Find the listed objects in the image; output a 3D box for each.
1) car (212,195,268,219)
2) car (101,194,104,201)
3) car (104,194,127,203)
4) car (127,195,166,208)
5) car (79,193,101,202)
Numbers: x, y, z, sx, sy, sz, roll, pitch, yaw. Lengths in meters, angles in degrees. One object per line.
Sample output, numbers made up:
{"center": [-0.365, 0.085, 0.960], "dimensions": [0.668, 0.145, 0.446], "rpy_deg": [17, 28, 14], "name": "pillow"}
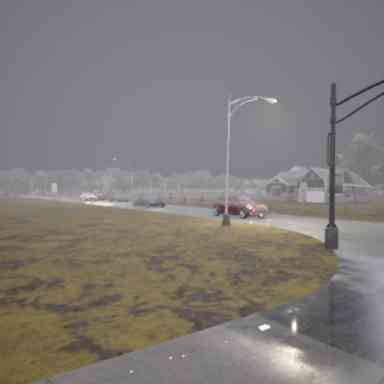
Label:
{"center": [3.614, 1.035, 25.344], "dimensions": [2.097, 1.767, 4.553], "rpy_deg": [2, 0, -35], "name": "car"}
{"center": [-17.690, 0.934, 61.498], "dimensions": [2.033, 1.411, 5.357], "rpy_deg": [2, -1, -35], "name": "car"}
{"center": [-11.892, 1.014, 53.347], "dimensions": [1.994, 1.385, 4.181], "rpy_deg": [2, -1, -35], "name": "car"}
{"center": [-4.923, 1.061, 37.341], "dimensions": [2.033, 1.411, 5.357], "rpy_deg": [2, 0, -35], "name": "car"}
{"center": [-16.976, 0.872, 54.451], "dimensions": [1.812, 1.442, 4.674], "rpy_deg": [2, -1, -35], "name": "car"}
